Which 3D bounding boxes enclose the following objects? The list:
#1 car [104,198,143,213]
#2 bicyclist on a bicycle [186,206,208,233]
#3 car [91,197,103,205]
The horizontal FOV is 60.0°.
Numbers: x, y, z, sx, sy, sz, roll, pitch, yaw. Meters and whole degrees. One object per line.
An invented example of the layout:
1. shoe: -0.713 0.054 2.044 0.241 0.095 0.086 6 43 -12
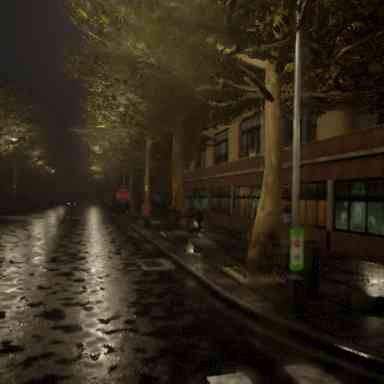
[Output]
1. car: -9.365 1.878 47.780 2.150 2.045 5.566 0 -1 40
2. bicyclist on a bicycle: 0.205 1.671 19.926 1.656 1.620 0.582 1 -1 -17
3. car: -25.011 2.225 86.699 2.435 2.045 5.566 2 -1 -17
